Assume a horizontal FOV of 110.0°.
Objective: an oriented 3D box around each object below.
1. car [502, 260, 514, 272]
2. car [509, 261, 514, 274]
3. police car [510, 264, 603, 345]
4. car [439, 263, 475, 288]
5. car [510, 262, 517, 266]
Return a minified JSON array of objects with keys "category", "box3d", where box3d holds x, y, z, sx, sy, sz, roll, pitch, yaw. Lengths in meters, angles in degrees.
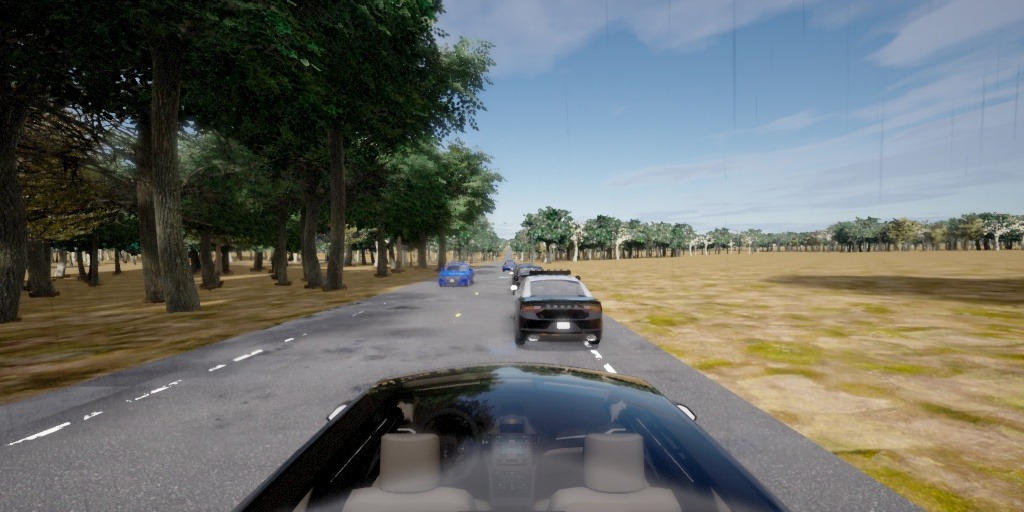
[{"category":"car","box3d":[-0.253,1.347,47.265,1.994,1.385,4.181,0,0,0]},{"category":"car","box3d":[0.903,1.279,25.572,1.812,1.442,4.674,0,0,0]},{"category":"police car","box3d":[1.001,1.173,9.676,1.930,1.638,5.238,0,0,0]},{"category":"car","box3d":[-3.638,1.230,24.183,1.882,1.535,5.008,0,0,0]},{"category":"car","box3d":[0.940,1.256,19.569,1.837,1.490,4.892,0,0,0]}]
